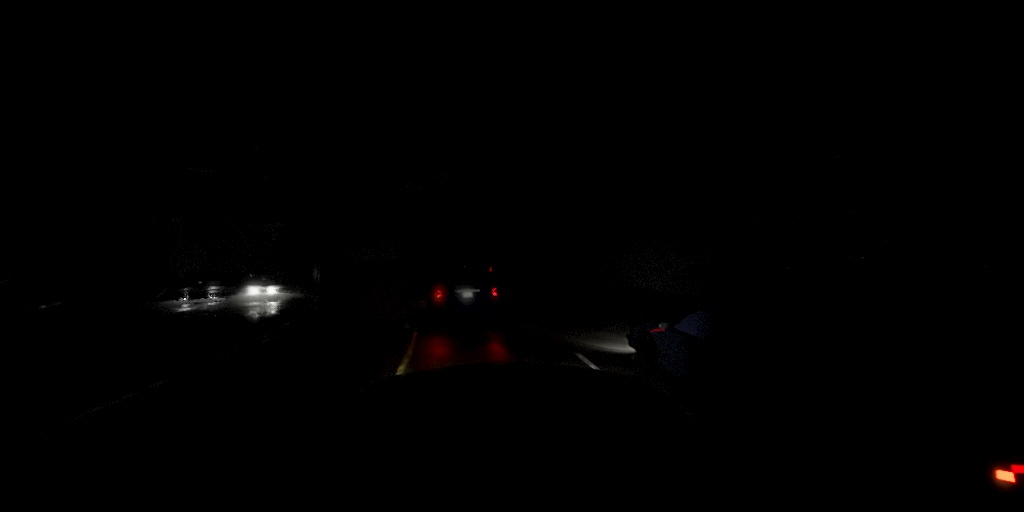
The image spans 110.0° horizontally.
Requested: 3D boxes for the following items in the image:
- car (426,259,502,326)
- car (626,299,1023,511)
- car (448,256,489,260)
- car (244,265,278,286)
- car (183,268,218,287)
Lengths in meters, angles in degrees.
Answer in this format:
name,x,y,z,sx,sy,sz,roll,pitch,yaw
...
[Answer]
name,x,y,z,sx,sy,sz,roll,pitch,yaw
car,-1.771,1.124,12.125,2.097,1.767,4.553,-1,0,-15
car,3.327,1.268,4.544,2.033,1.411,5.357,0,0,-5
car,-3.285,1.015,24.178,2.150,2.045,5.566,0,0,-32
car,-19.499,1.436,27.812,2.128,1.511,4.902,0,0,-40
car,-23.418,1.581,27.023,1.895,1.301,4.718,-1,0,-40
